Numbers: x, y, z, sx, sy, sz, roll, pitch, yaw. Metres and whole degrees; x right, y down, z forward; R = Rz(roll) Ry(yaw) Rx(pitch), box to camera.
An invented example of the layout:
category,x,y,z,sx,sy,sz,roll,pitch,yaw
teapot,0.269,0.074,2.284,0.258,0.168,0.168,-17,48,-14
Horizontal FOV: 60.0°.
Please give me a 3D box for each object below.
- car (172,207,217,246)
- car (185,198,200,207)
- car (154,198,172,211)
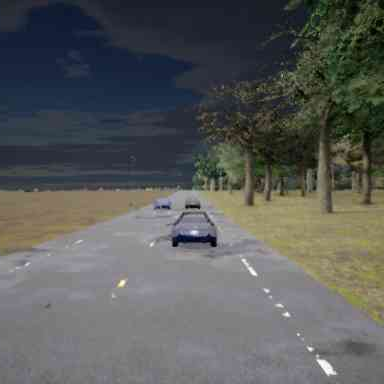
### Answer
category,x,y,z,sx,sy,sz,roll,pitch,yaw
car,0.100,1.627,15.680,1.994,1.385,4.181,0,0,0
car,0.099,1.437,44.934,1.994,1.385,4.181,0,1,0
car,-3.499,1.435,40.483,1.882,1.535,5.008,0,1,0
